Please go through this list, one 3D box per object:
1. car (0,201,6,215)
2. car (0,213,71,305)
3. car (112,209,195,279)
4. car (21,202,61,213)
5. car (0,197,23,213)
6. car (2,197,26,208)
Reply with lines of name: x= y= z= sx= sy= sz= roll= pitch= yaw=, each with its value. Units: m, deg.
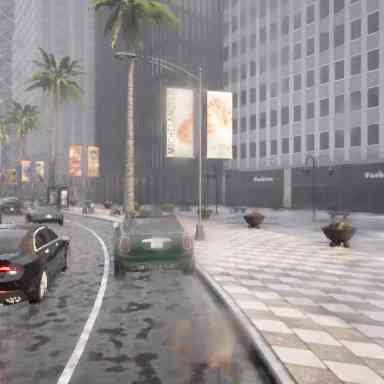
car: x=-13.517 y=1.516 z=21.677 sx=1.812 sy=1.442 sz=4.674 roll=0 pitch=0 yaw=-34
car: x=-4.175 y=1.504 z=7.944 sx=1.837 sy=1.490 sz=4.892 roll=0 pitch=0 yaw=-11
car: x=-1.383 y=1.352 z=10.393 sx=2.097 sy=1.767 sz=4.553 roll=0 pitch=0 yaw=-14
car: x=-10.374 y=1.557 z=23.214 sx=1.994 sy=1.385 sz=4.181 roll=0 pitch=0 yaw=-33
car: x=-20.097 y=1.491 z=36.289 sx=1.837 sy=1.490 sz=4.892 roll=0 pitch=0 yaw=-38
car: x=-25.899 y=1.461 z=48.418 sx=2.231 sy=1.521 sz=4.892 roll=0 pitch=0 yaw=-39
